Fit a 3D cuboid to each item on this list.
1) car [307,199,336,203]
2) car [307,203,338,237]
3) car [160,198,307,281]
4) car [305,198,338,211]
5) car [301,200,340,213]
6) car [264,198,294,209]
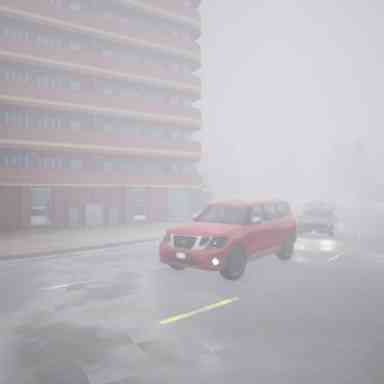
[{"bbox_3d":[10.869,1.590,28.928,2.128,1.511,4.902,0,0,13],"label":"car"},{"bbox_3d":[7.328,1.613,19.104,2.033,1.411,5.357,0,0,26],"label":"car"},{"bbox_3d":[1.468,1.268,10.606,2.150,2.045,5.566,0,0,39],"label":"car"},{"bbox_3d":[17.654,1.630,45.708,1.882,1.535,5.008,0,0,-11],"label":"car"},{"bbox_3d":[15.154,1.680,39.612,2.033,1.411,5.357,0,0,-7],"label":"car"},{"bbox_3d":[13.002,1.665,50.123,1.882,1.535,5.008,0,0,-21],"label":"car"}]
